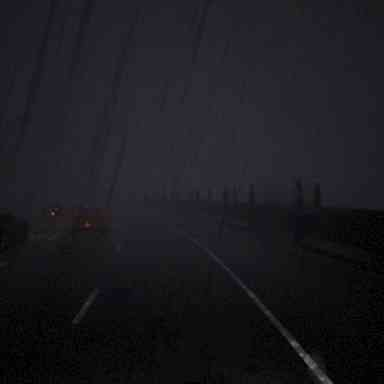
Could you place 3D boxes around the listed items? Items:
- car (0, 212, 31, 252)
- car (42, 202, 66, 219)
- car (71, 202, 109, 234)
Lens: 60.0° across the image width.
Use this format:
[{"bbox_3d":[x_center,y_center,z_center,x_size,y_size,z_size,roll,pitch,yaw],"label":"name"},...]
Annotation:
[{"bbox_3d":[-8.540,1.637,14.398,1.837,1.490,4.892,0,0,-10],"label":"car"},{"bbox_3d":[-13.661,1.772,32.869,1.837,1.490,4.892,0,0,-21],"label":"car"},{"bbox_3d":[-6.201,1.631,20.394,1.882,1.535,5.008,0,0,-13],"label":"car"}]
